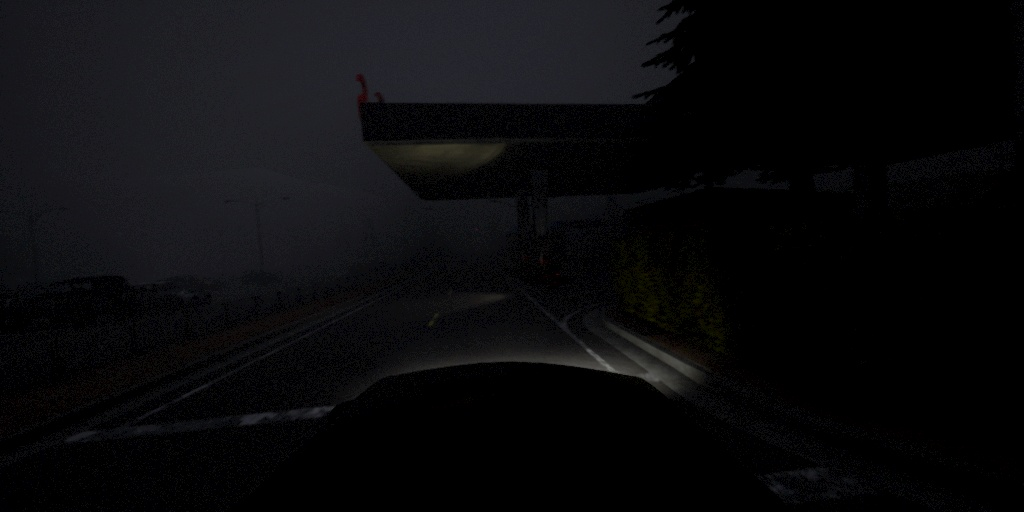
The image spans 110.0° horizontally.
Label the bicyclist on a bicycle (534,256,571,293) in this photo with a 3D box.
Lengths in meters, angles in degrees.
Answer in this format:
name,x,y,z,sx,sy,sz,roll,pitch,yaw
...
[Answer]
name,x,y,z,sx,sy,sz,roll,pitch,yaw
bicyclist on a bicycle,1.761,0.794,15.808,1.656,1.620,0.582,-4,1,-6
